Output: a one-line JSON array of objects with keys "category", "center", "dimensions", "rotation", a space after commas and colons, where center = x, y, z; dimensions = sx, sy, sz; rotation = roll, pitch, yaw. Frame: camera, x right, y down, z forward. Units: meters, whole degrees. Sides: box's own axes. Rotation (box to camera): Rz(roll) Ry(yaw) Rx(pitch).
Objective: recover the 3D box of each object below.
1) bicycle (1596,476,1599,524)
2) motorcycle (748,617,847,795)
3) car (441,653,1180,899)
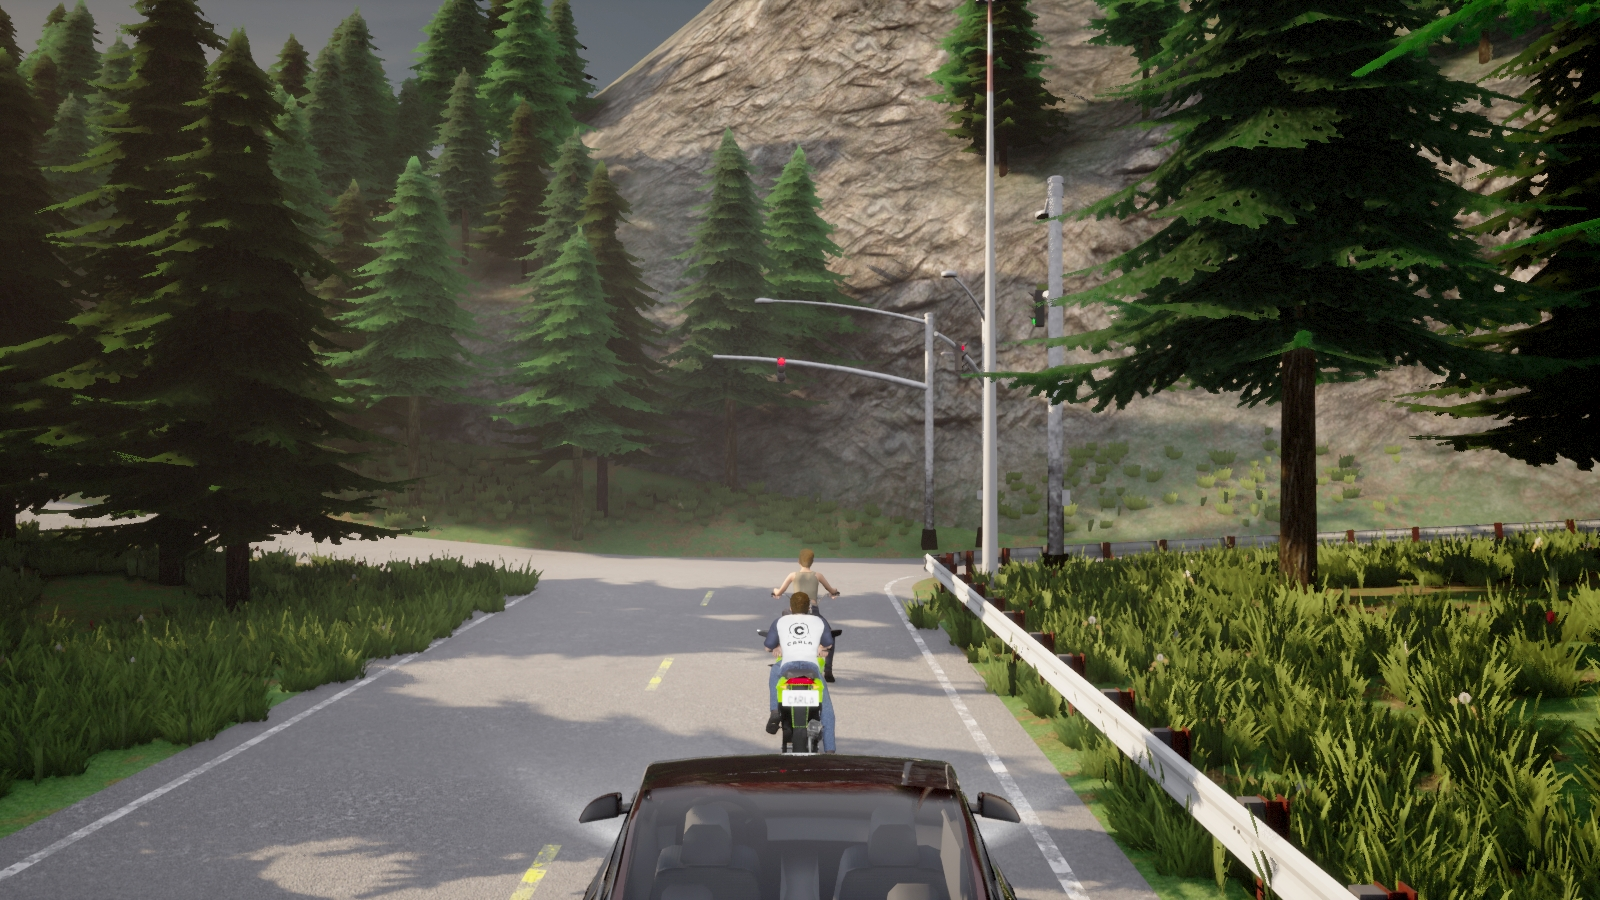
[{"category": "bicycle", "center": [21.727, 1.355, 29.474], "dimensions": [1.835, 1.471, 0.329], "rotation": [-5, -2, 26]}, {"category": "motorcycle", "center": [-0.020, 2.213, 10.238], "dimensions": [0.803, 1.145, 2.033], "rotation": [0, 0, 0]}, {"category": "car", "center": [0.029, 2.063, 5.012], "dimensions": [2.163, 1.488, 4.792], "rotation": [0, 0, 0]}]
